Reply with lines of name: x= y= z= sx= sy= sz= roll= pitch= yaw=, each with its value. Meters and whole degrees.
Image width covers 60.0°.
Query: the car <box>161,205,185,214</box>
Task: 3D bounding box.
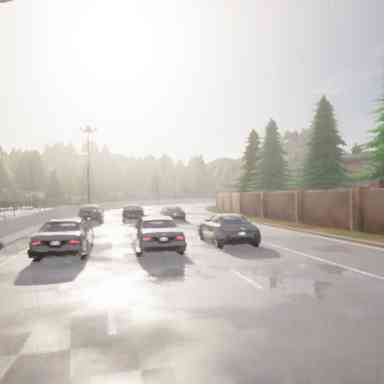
car: x=-1.818 y=1.894 z=30.246 sx=1.994 sy=1.385 sz=4.181 roll=0 pitch=-1 yaw=-12

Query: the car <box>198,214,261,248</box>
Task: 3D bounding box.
car: x=1.623 y=1.718 z=15.729 sx=1.994 sy=1.385 sz=4.181 roll=0 pitch=-1 yaw=-13

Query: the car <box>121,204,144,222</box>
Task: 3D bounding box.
car: x=-5.372 y=1.831 z=30.221 sx=1.882 sy=1.535 sz=5.008 roll=0 pitch=0 yaw=-11

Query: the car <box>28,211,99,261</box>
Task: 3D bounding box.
car: x=-4.956 y=1.719 z=13.109 sx=2.033 sy=1.411 sz=5.357 roll=0 pitch=-1 yaw=-13

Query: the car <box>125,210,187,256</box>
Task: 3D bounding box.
car: x=-1.554 y=1.705 z=13.931 sx=2.033 sy=1.411 sz=5.357 roll=0 pitch=-1 yaw=-13

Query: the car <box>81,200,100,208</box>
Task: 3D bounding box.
car: x=-20.129 y=2.330 z=66.128 sx=1.837 sy=1.490 sz=4.892 roll=0 pitch=-1 yaw=7

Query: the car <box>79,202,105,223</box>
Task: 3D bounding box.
car: x=-8.640 y=1.867 z=28.669 sx=1.837 sy=1.490 sz=4.892 roll=0 pitch=0 yaw=-11
